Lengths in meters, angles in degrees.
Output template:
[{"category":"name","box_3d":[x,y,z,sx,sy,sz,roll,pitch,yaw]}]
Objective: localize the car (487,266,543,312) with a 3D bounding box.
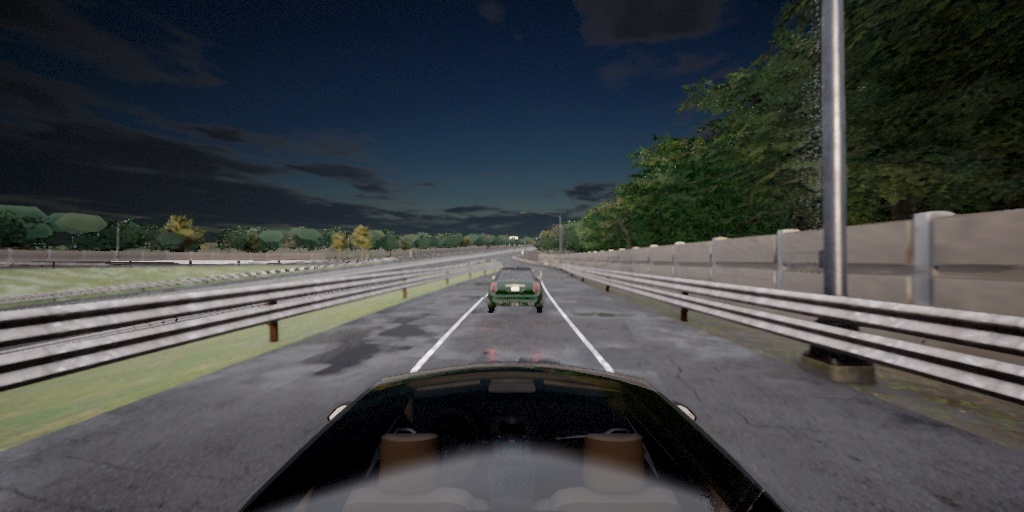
[{"category":"car","box_3d":[0.190,1.241,15.159,2.097,1.767,4.553,0,-1,2]}]
